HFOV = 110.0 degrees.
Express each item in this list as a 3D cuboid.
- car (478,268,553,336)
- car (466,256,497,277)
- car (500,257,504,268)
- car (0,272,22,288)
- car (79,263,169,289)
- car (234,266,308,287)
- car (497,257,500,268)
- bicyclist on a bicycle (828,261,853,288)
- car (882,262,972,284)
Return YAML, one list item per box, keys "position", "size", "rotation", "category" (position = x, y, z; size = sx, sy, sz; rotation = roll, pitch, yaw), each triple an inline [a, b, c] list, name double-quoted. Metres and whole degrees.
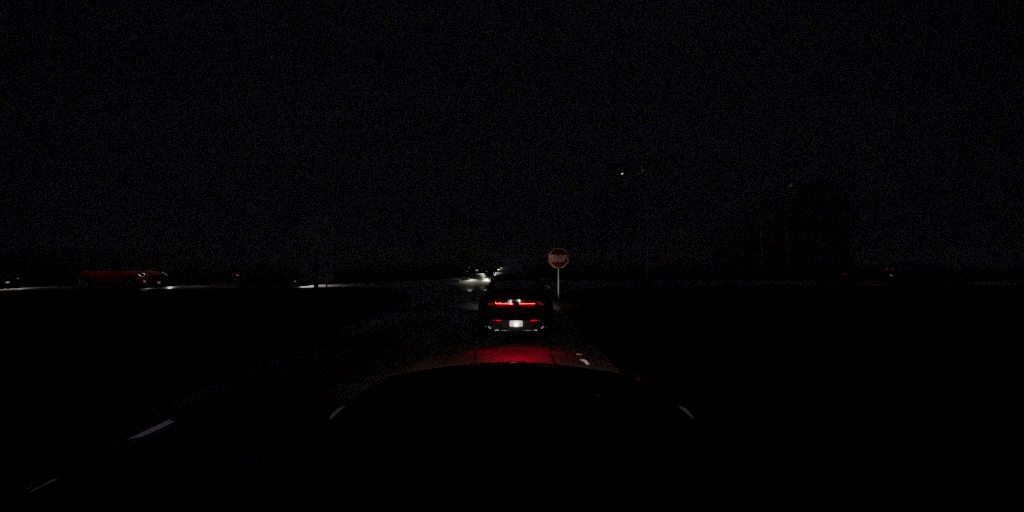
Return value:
- position: [0.090, 1.258, 10.388]
  size: [1.837, 1.490, 4.892]
  rotation: [0, 0, 0]
  category: "car"
- position: [-3.135, 0.991, 36.163]
  size: [2.150, 2.045, 5.566]
  rotation: [0, 0, 3]
  category: "car"
- position: [-2.855, 1.341, 59.946]
  size: [2.033, 1.411, 5.357]
  rotation: [0, 0, 1]
  category: "car"
- position: [-36.642, 1.525, 24.428]
  size: [4.674, 1.442, 1.812]
  rotation: [0, -1, 0]
  category: "car"
- position: [-26.367, 1.257, 24.493]
  size: [4.553, 1.767, 2.097]
  rotation: [-1, -1, 0]
  category: "car"
- position: [-16.402, 1.391, 24.548]
  size: [4.181, 1.385, 1.994]
  rotation: [0, -1, -1]
  category: "car"
- position: [-2.894, 1.284, 47.328]
  size: [1.837, 1.490, 4.892]
  rotation: [0, 1, 0]
  category: "car"
- position: [19.925, 1.100, 21.760]
  size: [0.582, 1.620, 1.656]
  rotation: [0, 0, 0]
  category: "bicyclist on a bicycle"
- position: [28.721, 1.149, 24.852]
  size: [4.902, 1.511, 2.128]
  rotation: [0, -1, 0]
  category: "car"
